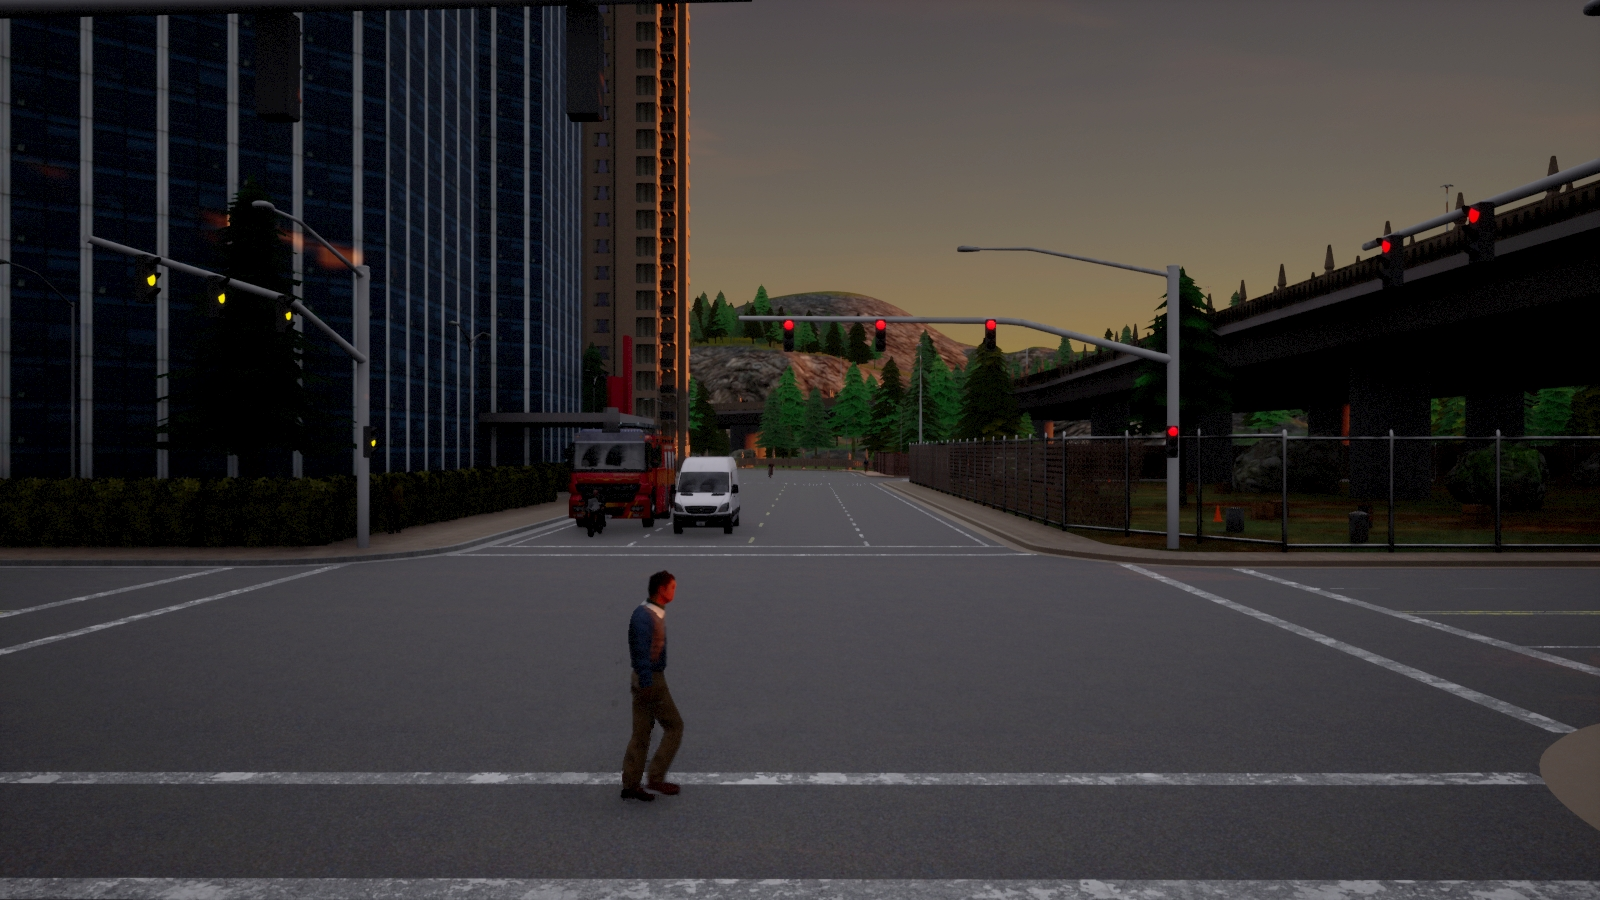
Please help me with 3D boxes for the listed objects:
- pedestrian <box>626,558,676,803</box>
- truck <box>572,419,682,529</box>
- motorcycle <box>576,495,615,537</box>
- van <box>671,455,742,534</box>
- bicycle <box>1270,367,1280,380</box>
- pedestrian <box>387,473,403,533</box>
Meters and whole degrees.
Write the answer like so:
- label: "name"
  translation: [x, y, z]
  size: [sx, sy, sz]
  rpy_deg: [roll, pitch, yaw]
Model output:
- label: "pedestrian"
  translation: [-1.173, 1.798, 9.022]
  size: [0.375, 1.860, 0.375]
  rpy_deg: [0, 0, -5]
- label: "truck"
  translation: [-6.445, 0.835, 43.975]
  size: [2.891, 3.827, 8.468]
  rpy_deg: [0, 0, 0]
- label: "motorcycle"
  translation: [-6.735, 2.150, 37.693]
  size: [0.867, 1.251, 2.209]
  rpy_deg: [0, 0, 0]
- label: "van"
  translation: [-3.226, 1.479, 40.346]
  size: [1.988, 2.561, 5.915]
  rpy_deg: [0, 0, 0]
- label: "bicycle"
  translation: [48.827, -7.844, 117.361]
  size: [0.373, 1.296, 1.643]
  rpy_deg: [0, 0, 1]
- label: "pedestrian"
  translation: [-12.596, 1.642, 35.536]
  size: [0.375, 1.860, 0.375]
  rpy_deg: [0, 0, 3]
